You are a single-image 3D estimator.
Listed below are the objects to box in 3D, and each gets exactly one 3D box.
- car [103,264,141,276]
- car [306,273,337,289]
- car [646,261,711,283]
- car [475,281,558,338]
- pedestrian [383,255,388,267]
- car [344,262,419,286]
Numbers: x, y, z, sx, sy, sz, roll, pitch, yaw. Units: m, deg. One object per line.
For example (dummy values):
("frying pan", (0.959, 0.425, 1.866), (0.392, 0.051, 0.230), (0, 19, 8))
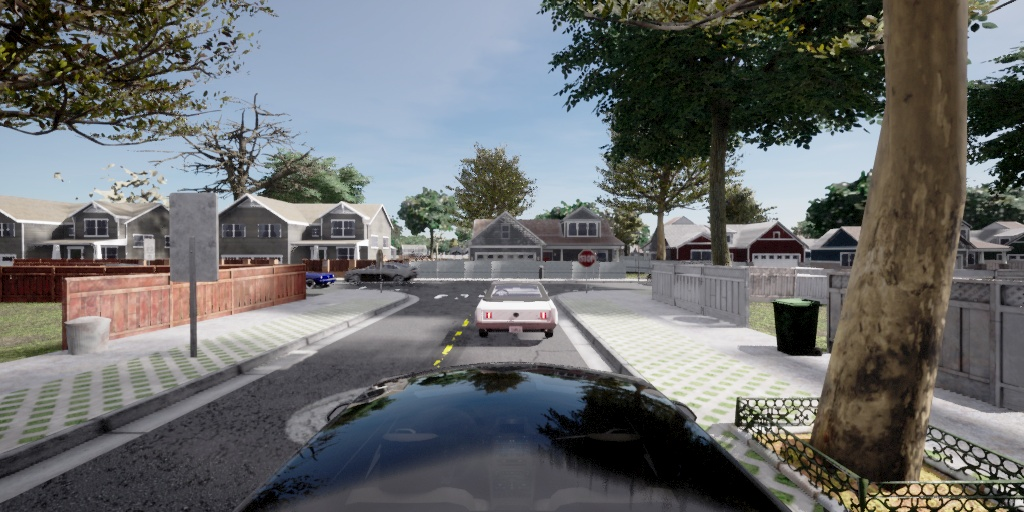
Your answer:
("car", (-23.089, 1.199, 21.461), (4.674, 1.442, 1.812), (0, 1, 0))
("car", (-13.242, 1.314, 21.561), (4.718, 1.301, 1.895), (0, 1, -1))
("car", (11.714, 1.138, 24.760), (4.553, 1.767, 2.097), (0, 1, -1))
("car", (0.123, 1.349, 10.220), (1.895, 1.301, 4.718), (0, 0, 1))
("pedestrian", (-9.767, 0.809, 27.451), (0.375, 1.860, 0.375), (0, 0, -1))
("car", (-8.886, 1.193, 24.557), (4.902, 1.511, 2.128), (0, 1, -1))
